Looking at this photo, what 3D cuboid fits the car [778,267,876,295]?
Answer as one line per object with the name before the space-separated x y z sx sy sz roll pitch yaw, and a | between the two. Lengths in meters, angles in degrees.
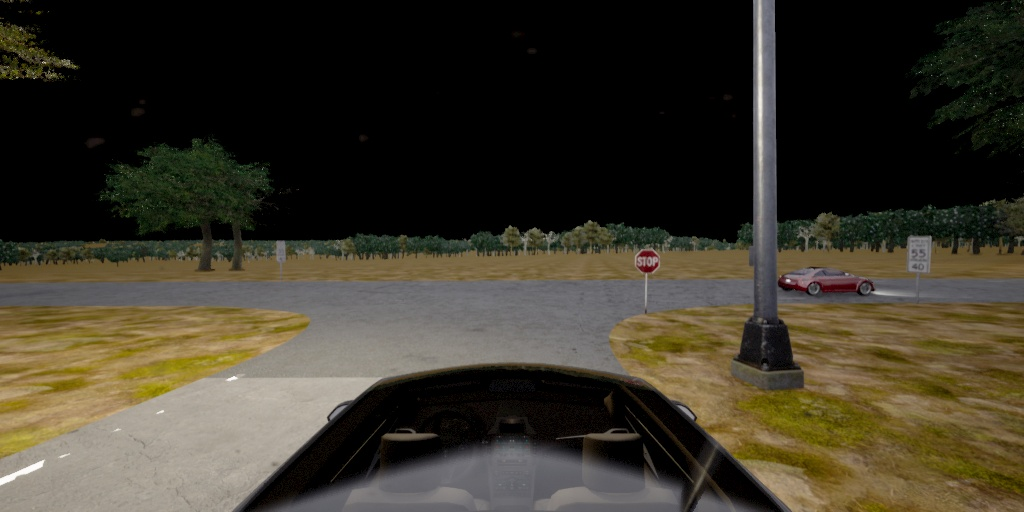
car | 16.829 1.296 19.283 4.181 1.385 1.994 0 2 -1
